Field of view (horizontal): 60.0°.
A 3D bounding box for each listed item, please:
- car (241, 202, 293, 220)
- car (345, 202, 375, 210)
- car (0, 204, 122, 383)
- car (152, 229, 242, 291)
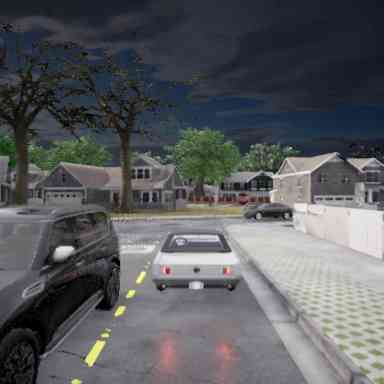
[{"bbox_3d":[6.783,1.704,29.713,4.892,1.490,1.837,0,-1,-19],"label":"car"},{"bbox_3d":[15.860,1.760,32.797,4.892,1.490,1.837,0,-1,-17],"label":"car"},{"bbox_3d":[-2.671,1.248,5.048,2.150,2.045,5.566,0,0,3],"label":"car"},{"bbox_3d":[0.098,1.649,9.078,1.895,1.301,4.718,0,0,0],"label":"car"}]
